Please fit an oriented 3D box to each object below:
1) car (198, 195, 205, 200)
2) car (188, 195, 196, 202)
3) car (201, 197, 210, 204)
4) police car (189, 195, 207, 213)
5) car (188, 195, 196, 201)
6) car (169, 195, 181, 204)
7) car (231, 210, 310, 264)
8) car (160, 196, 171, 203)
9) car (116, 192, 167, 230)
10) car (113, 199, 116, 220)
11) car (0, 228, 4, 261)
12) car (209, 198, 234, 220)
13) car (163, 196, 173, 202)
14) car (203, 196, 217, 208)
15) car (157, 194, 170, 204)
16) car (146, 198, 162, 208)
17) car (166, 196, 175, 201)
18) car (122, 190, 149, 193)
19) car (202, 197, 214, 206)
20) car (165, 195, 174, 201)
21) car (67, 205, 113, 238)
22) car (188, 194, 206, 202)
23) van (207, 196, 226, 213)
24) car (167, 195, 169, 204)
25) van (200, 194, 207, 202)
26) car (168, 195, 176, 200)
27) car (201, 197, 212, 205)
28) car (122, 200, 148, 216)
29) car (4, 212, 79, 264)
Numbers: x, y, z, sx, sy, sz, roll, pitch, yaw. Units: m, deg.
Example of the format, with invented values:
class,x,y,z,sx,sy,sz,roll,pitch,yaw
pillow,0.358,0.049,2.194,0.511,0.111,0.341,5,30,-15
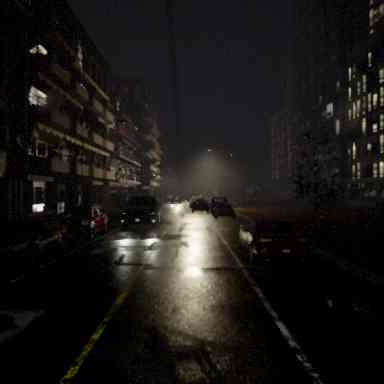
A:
class,x,y,z,sx,sy,sz,roll,pitch,yaw
car,2.677,1.547,94.585,1.967,1.590,4.097,0,0,0
car,-0.004,1.376,71.286,1.837,1.490,4.892,0,0,0
car,2.680,1.636,66.951,1.802,1.307,4.206,0,0,0
police car,0.898,1.441,36.899,1.930,1.638,5.238,0,0,0
car,-0.004,1.488,86.436,2.128,1.511,4.902,0,0,0
car,-3.035,1.542,62.682,2.128,1.511,4.902,0,0,1
car,2.684,1.547,11.685,1.887,1.381,4.507,0,0,0
car,-5.700,1.614,72.478,2.008,1.369,4.403,0,0,0
car,-3.100,1.227,21.646,2.150,2.045,5.566,0,0,0
car,-5.697,1.535,28.095,1.752,1.417,4.829,0,0,0
car,-5.696,1.442,6.158,1.967,1.590,4.097,0,0,0
car,2.683,1.534,28.435,1.752,1.417,4.829,0,0,0
car,-5.700,1.624,78.005,2.008,1.369,4.403,0,0,0
car,2.681,1.471,50.371,1.967,1.590,4.097,0,0,0
car,-5.702,1.370,66.951,2.192,1.841,5.009,0,0,0
car,-5.699,1.576,50.371,1.887,1.381,4.507,0,0,0
car,-5.701,1.661,89.057,1.947,1.339,4.313,0,0,0
car,-8.743,0.695,49.255,2.150,2.045,5.566,3,21,46
car,2.681,1.564,56.068,1.752,1.417,4.829,0,0,0
car,-5.701,1.524,83.530,1.967,1.590,4.097,0,0,0
car,-5.697,1.444,17.211,1.967,1.590,4.097,0,0,0
car,0.758,1.378,46.803,2.097,1.767,4.553,0,0,3
van,2.682,1.354,33.791,1.690,1.788,3.998,0,0,0
car,-5.700,1.571,61.255,1.752,1.417,4.829,0,0,0
van,2.678,1.414,78.005,1.690,1.788,3.998,0,0,0
car,-5.702,1.652,94.584,1.887,1.381,4.507,0,0,0
car,2.681,1.628,61.425,1.802,1.307,4.206,0,0,0
car,-5.697,1.558,33.791,1.887,1.381,4.507,0,0,0
car,-5.696,1.585,11.685,1.802,1.307,4.206,0,0,0
